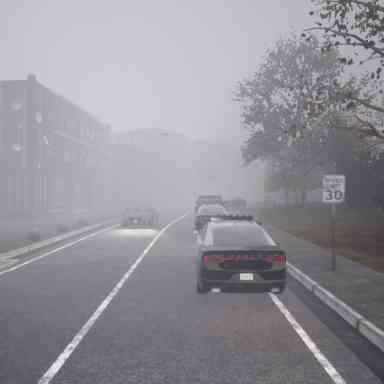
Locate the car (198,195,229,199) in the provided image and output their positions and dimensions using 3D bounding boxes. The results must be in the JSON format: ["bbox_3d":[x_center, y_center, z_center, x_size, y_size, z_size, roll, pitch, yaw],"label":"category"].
[{"bbox_3d":[1.387,1.226,24.672,2.150,2.045,5.566,0,0,5],"label":"car"}]

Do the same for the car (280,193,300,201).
[{"bbox_3d":[19.775,1.047,67.650,4.902,1.511,2.128,-2,0,-32],"label":"car"}]

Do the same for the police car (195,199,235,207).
[{"bbox_3d":[1.101,1.429,18.924,1.930,1.638,5.238,0,0,1],"label":"police car"}]

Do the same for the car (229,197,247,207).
[{"bbox_3d":[5.936,1.406,45.032,1.882,1.535,5.008,0,0,28],"label":"car"}]

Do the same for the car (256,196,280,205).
[{"bbox_3d":[12.258,1.308,55.313,1.812,1.442,4.674,-1,1,40],"label":"car"}]

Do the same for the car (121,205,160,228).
[{"bbox_3d":[-3.314,1.571,21.936,1.994,1.385,4.181,0,0,3],"label":"car"}]

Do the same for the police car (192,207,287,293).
[{"bbox_3d":[1.050,1.428,8.987,1.930,1.638,5.238,0,0,0],"label":"police car"}]
